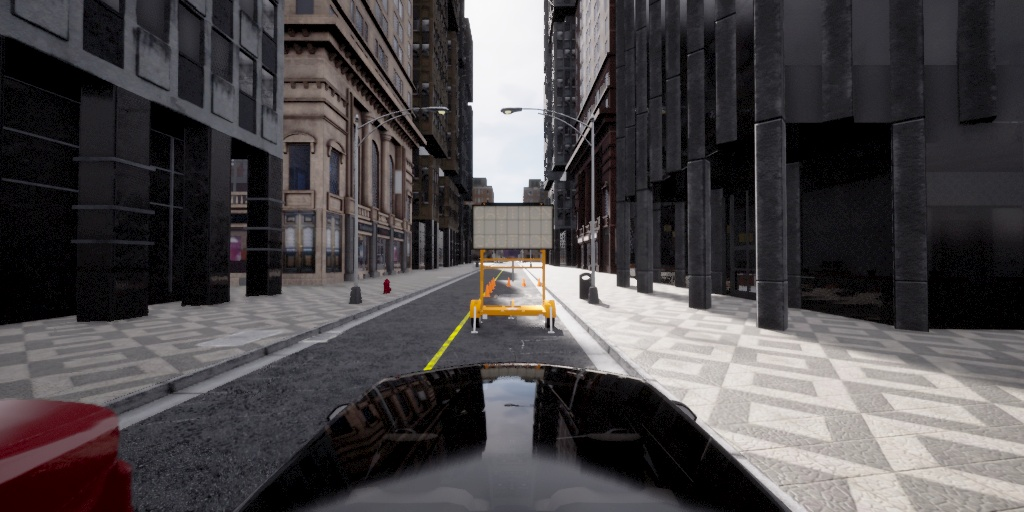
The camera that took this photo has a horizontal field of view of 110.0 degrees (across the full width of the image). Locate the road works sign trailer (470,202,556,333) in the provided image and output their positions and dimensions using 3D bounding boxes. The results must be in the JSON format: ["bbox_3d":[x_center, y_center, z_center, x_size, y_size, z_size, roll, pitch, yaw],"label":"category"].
[{"bbox_3d":[0.026,0.217,10.705,2.380,3.560,2.880,0,0,0],"label":"road works sign trailer"}]
